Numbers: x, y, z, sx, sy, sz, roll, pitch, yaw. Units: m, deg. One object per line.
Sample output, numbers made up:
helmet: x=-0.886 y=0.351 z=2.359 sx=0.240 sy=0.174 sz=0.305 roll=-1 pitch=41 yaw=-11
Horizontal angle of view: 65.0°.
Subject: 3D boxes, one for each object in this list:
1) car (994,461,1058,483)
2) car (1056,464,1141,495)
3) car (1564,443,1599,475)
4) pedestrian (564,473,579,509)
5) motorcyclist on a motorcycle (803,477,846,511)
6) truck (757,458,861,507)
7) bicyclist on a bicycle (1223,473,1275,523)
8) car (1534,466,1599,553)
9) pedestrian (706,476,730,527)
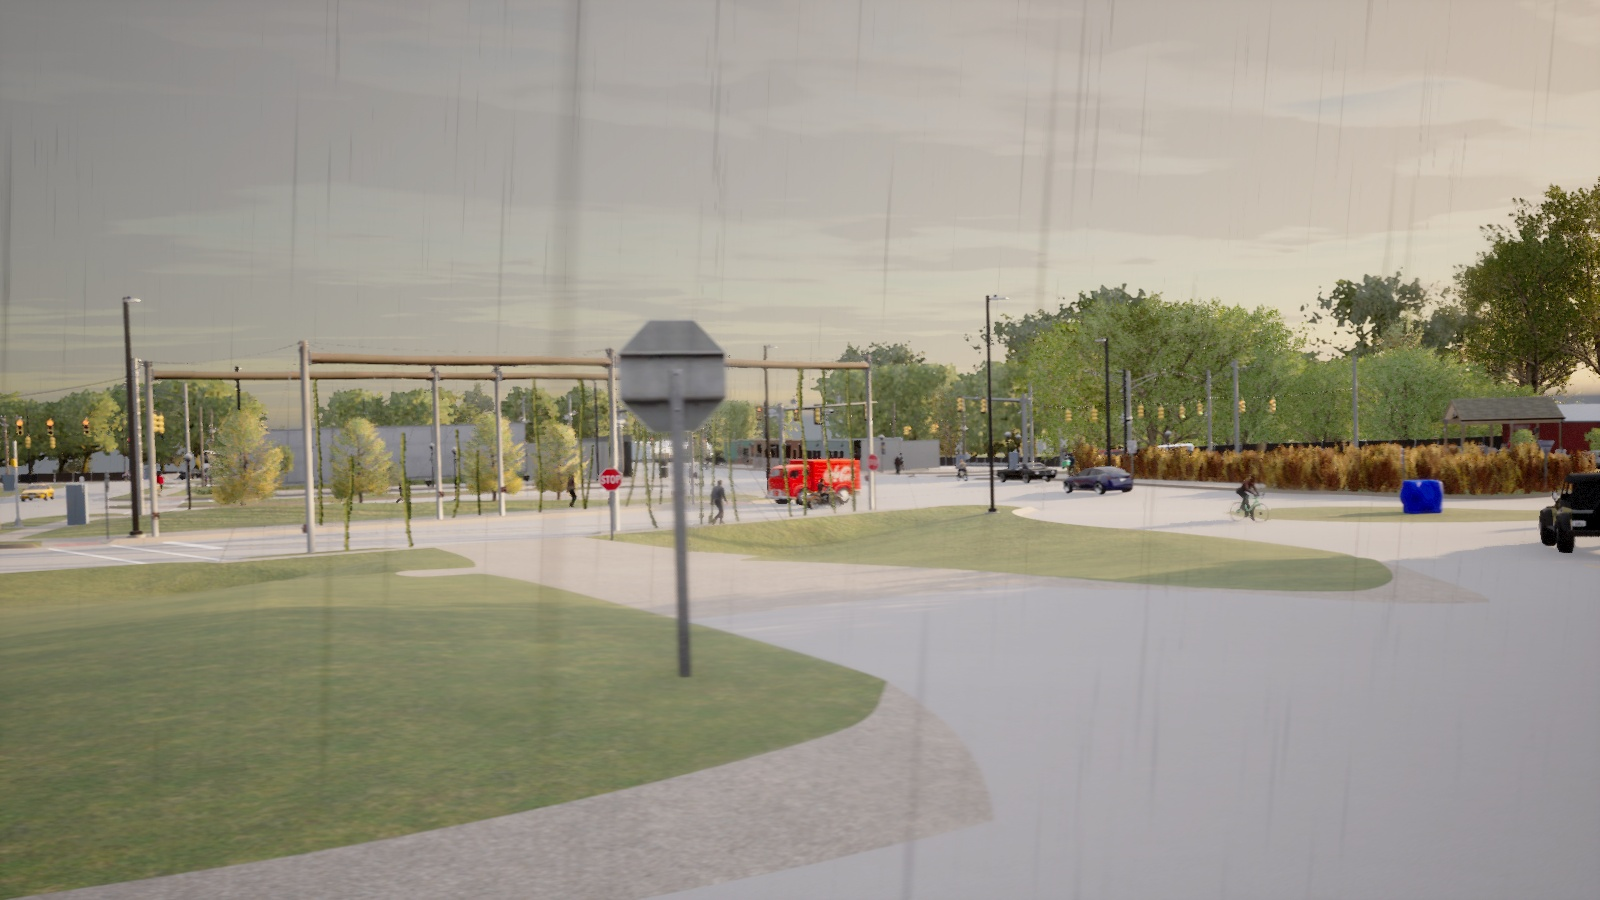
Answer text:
car: x=14.823 y=1.423 z=82.615 sx=1.895 sy=1.301 sz=4.718 roll=-3 pitch=1 yaw=-23
car: x=16.444 y=1.581 z=69.437 sx=2.163 sy=1.488 sz=4.792 roll=-3 pitch=1 yaw=-22
car: x=46.382 y=0.507 z=72.350 sx=2.152 sy=1.651 sz=5.027 roll=-2 pitch=1 yaw=8
pedestrian: x=-11.865 y=2.113 z=65.119 sx=0.331 sy=1.846 sz=0.634 roll=0 pitch=2 yaw=42
motorcyclist on a motorcycle: x=1.256 y=2.218 z=63.929 sx=0.766 sy=1.649 sz=2.350 roll=0 pitch=1 yaw=45
truck: x=0.540 y=1.736 z=68.923 sx=5.204 sy=2.467 sz=2.627 roll=-1 pitch=1 yaw=-39
bicyclist on a bicycle: x=15.260 y=1.606 z=42.701 sx=0.582 sy=1.620 sz=1.656 roll=-1 pitch=1 yaw=-30
car: x=19.221 y=1.391 z=30.448 sx=1.905 sy=1.878 sz=3.866 roll=-1 pitch=0 yaw=22
pedestrian: x=-3.215 y=2.001 z=49.180 sx=0.423 sy=1.949 sz=0.788 roll=-1 pitch=2 yaw=40
